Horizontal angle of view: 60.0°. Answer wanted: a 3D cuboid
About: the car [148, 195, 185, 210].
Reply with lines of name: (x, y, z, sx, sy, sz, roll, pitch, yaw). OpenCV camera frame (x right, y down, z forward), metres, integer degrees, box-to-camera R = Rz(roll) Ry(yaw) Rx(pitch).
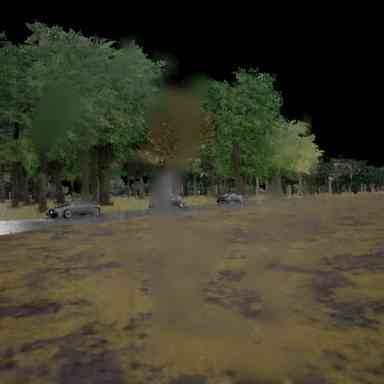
car: (-2.732, 1.086, 36.299, 1.837, 1.490, 4.892, -3, -1, 35)

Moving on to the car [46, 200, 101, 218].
car: (-9.465, 1.330, 26.745, 1.994, 1.385, 4.181, -3, -1, 36)

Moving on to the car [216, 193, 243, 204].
car: (5.468, 0.916, 47.869, 2.033, 1.411, 5.357, -3, -1, 36)
